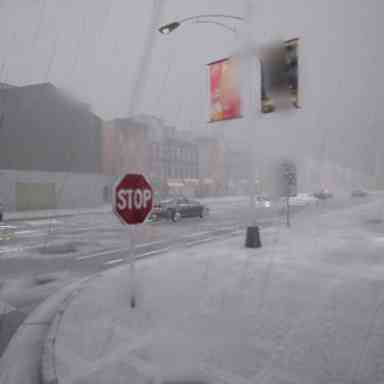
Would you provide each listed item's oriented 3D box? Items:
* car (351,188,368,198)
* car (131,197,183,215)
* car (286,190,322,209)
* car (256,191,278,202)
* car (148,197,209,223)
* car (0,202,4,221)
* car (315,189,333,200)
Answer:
[{"bbox_3d":[27.506,0.130,54.540,2.128,1.511,4.902,-1,1,36],"label":"car"},{"bbox_3d":[-2.969,1.162,29.539,1.895,1.301,4.718,-1,0,36],"label":"car"},{"bbox_3d":[10.218,0.794,30.759,1.812,1.442,4.674,-1,0,36],"label":"car"},{"bbox_3d":[11.050,0.613,48.668,1.837,1.490,4.892,-1,0,36],"label":"car"},{"bbox_3d":[-0.774,1.066,21.169,1.837,1.490,4.892,-1,1,36],"label":"car"},{"bbox_3d":[-12.456,1.042,16.499,2.150,2.045,5.566,-1,1,36],"label":"car"},{"bbox_3d":[18.858,0.273,48.173,2.097,1.767,4.553,-1,1,36],"label":"car"}]
